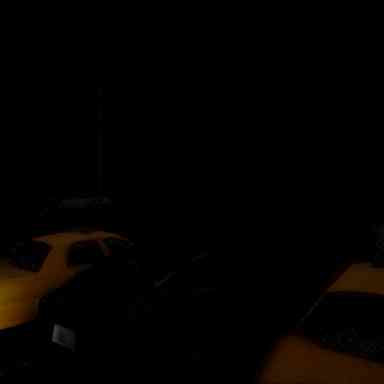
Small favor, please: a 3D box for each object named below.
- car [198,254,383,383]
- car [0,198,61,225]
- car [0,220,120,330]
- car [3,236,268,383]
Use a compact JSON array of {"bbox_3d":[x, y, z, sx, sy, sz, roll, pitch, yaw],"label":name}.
[{"bbox_3d":[2.405,1.472,3.782,1.946,1.575,5.366,0,0,35],"label":"car"},{"bbox_3d":[-6.703,1.234,10.002,2.435,2.045,5.566,0,0,35],"label":"car"},{"bbox_3d":[-2.088,1.475,6.979,1.946,1.575,5.366,0,0,35],"label":"car"},{"bbox_3d":[0.069,1.506,5.253,2.163,1.488,4.792,0,0,35],"label":"car"}]
